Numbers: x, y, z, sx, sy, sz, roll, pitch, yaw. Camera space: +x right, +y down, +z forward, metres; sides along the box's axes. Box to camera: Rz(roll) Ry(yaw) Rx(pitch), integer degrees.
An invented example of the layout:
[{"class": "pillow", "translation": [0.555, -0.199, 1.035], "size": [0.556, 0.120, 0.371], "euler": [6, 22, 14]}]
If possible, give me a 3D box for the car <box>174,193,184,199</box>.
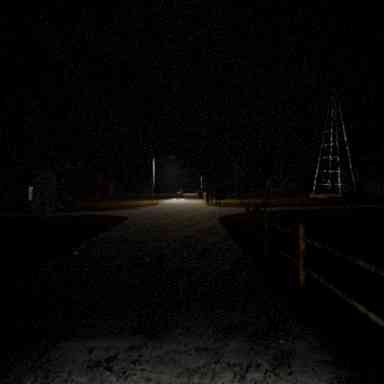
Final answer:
[{"class": "car", "translation": [-2.773, 0.761, 70.625], "size": [1.895, 1.301, 4.718], "euler": [0, 1, 0]}]
